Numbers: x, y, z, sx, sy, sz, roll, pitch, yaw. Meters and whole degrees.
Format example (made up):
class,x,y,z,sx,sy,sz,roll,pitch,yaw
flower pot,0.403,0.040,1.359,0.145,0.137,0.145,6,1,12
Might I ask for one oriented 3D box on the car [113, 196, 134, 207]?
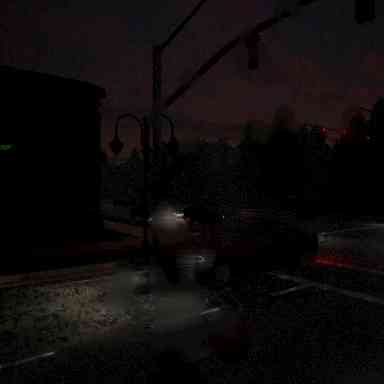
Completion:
class,x,y,z,sx,sy,sz,roll,pitch,yaw
car,-10.485,1.352,51.359,2.097,1.767,4.553,0,0,-35

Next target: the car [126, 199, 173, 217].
class,x,y,z,sx,sy,sz,roll,pitch,yaw
car,-3.853,1.564,29.360,1.994,1.385,4.181,0,0,-35

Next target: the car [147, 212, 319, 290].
class,x,y,z,sx,sy,sz,roll,pitch,yaw
car,1.449,1.477,9.287,5.008,1.535,1.882,0,0,-35

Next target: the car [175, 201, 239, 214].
class,x,y,z,sx,sy,sz,roll,pitch,yaw
car,1.248,1.491,22.061,2.128,1.511,4.902,0,0,-35

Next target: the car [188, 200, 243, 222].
class,x,y,z,sx,sy,sz,roll,pitch,yaw
car,1.836,1.505,27.323,1.837,1.490,4.892,0,0,-35

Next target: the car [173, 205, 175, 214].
class,x,y,z,sx,sy,sz,roll,pitch,yaw
car,-3.248,1.564,34.620,1.994,1.385,4.181,0,0,-35
